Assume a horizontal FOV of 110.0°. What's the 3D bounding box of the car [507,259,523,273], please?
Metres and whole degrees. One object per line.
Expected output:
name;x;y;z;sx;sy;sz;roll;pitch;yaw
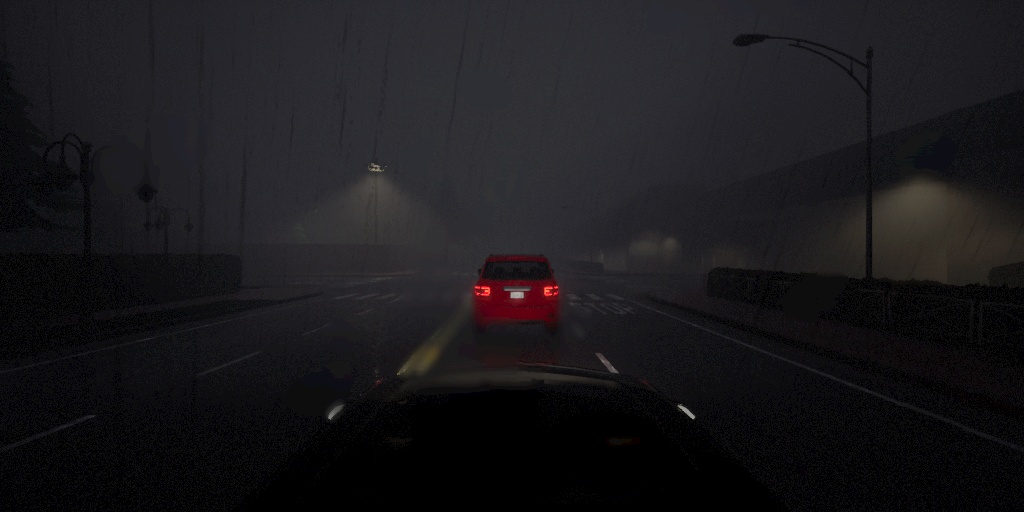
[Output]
car;0.356;1.227;45.593;1.882;1.535;5.008;0;0;1

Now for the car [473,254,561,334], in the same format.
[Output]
car;0.121;0.971;10.740;2.150;2.045;5.566;0;0;0
